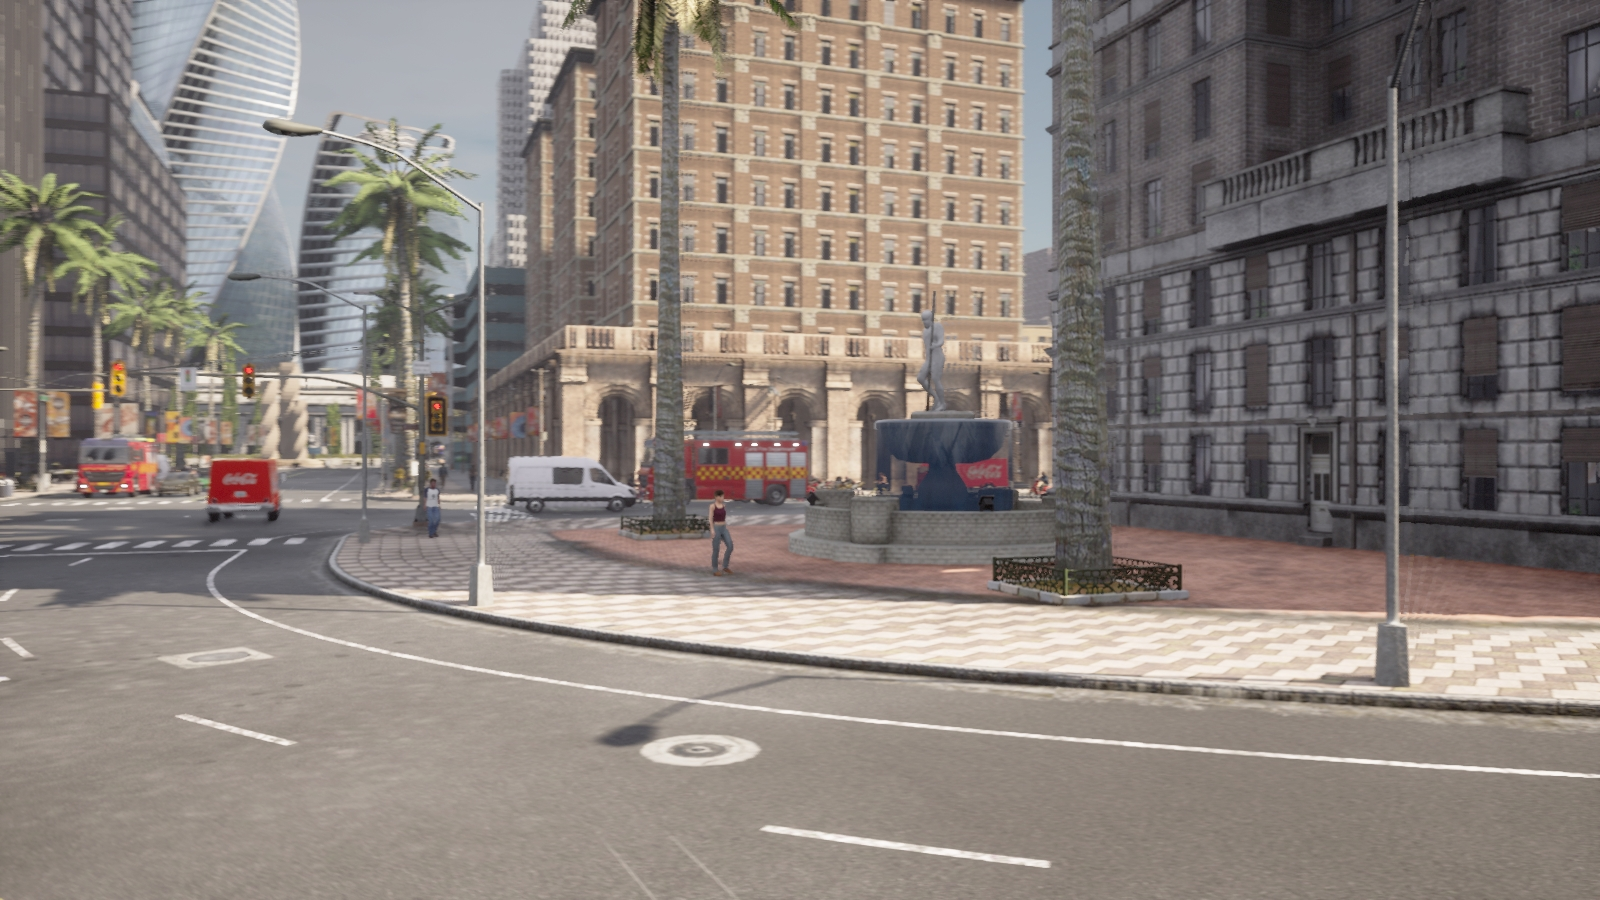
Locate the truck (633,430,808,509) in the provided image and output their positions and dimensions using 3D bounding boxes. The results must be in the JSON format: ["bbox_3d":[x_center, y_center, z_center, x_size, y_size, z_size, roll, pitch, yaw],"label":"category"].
[{"bbox_3d":[-4.065,0.962,58.453,8.468,3.827,2.891,0,0,-20],"label":"truck"}]

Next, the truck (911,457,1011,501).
[{"bbox_3d":[9.442,1.656,67.248,5.204,2.467,2.627,0,0,-20],"label":"truck"}]

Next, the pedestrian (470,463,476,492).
[{"bbox_3d":[-21.219,1.780,74.209,0.375,1.860,0.375,0,0,-17],"label":"pedestrian"}]

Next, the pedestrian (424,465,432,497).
[{"bbox_3d":[-21.411,1.769,65.721,0.375,1.860,0.375,0,0,-26],"label":"pedestrian"}]

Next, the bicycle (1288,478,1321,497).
[{"bbox_3d":[31.461,2.339,71.227,1.835,1.171,0.329,0,-7,14],"label":"bicycle"}]

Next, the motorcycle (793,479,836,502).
[{"bbox_3d":[0.807,2.286,64.164,2.209,1.251,0.867,0,0,-20],"label":"motorcycle"}]

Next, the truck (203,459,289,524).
[{"bbox_3d":[-22.706,1.617,47.021,2.627,2.467,5.204,0,0,-19],"label":"truck"}]

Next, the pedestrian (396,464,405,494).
[{"bbox_3d":[-24.506,1.774,70.118,0.375,1.860,0.375,0,0,16],"label":"pedestrian"}]

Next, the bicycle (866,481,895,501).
[{"bbox_3d":[4.618,2.340,65.527,1.487,1.080,0.859,0,0,-19],"label":"bicycle"}]

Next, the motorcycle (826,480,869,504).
[{"bbox_3d":[2.603,2.284,62.188,2.209,1.251,0.867,0,0,-31],"label":"motorcycle"}]

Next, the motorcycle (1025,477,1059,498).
[{"bbox_3d":[14.644,2.275,69.130,1.805,1.236,0.856,0,0,-20],"label":"motorcycle"}]

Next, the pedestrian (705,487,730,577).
[{"bbox_3d":[-1.745,1.726,24.064,0.375,1.860,0.375,0,0,-42],"label":"pedestrian"}]

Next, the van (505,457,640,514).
[{"bbox_3d":[-10.519,1.596,52.831,5.915,2.561,1.988,0,0,-17],"label":"van"}]

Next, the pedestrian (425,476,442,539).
[{"bbox_3d":[-11.074,1.735,34.491,0.375,1.860,0.375,0,0,-42],"label":"pedestrian"}]
